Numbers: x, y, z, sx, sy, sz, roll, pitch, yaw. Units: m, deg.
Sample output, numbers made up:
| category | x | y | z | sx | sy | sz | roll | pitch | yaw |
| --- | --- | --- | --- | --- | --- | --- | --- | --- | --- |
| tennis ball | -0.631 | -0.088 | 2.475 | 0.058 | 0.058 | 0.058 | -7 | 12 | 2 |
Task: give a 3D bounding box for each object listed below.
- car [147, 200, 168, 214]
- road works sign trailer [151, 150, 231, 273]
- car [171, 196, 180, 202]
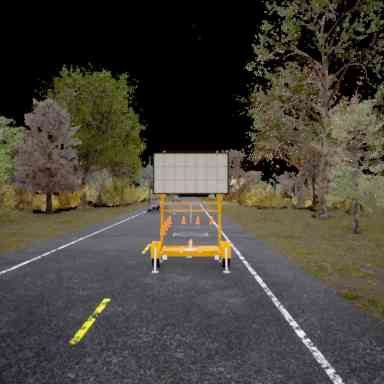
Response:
| category | x | y | z | sx | sy | sz | roll | pitch | yaw |
| --- | --- | --- | --- | --- | --- | --- | --- | --- | --- |
| car | -3.745 | 1.605 | 36.417 | 1.994 | 1.385 | 4.181 | 0 | 0 | 0 |
| road works sign trailer | -0.036 | 0.469 | 10.672 | 2.380 | 3.560 | 2.880 | 0 | 0 | 0 |
| car | -3.817 | 1.725 | 78.617 | 1.994 | 1.385 | 4.181 | 0 | 0 | 0 |
